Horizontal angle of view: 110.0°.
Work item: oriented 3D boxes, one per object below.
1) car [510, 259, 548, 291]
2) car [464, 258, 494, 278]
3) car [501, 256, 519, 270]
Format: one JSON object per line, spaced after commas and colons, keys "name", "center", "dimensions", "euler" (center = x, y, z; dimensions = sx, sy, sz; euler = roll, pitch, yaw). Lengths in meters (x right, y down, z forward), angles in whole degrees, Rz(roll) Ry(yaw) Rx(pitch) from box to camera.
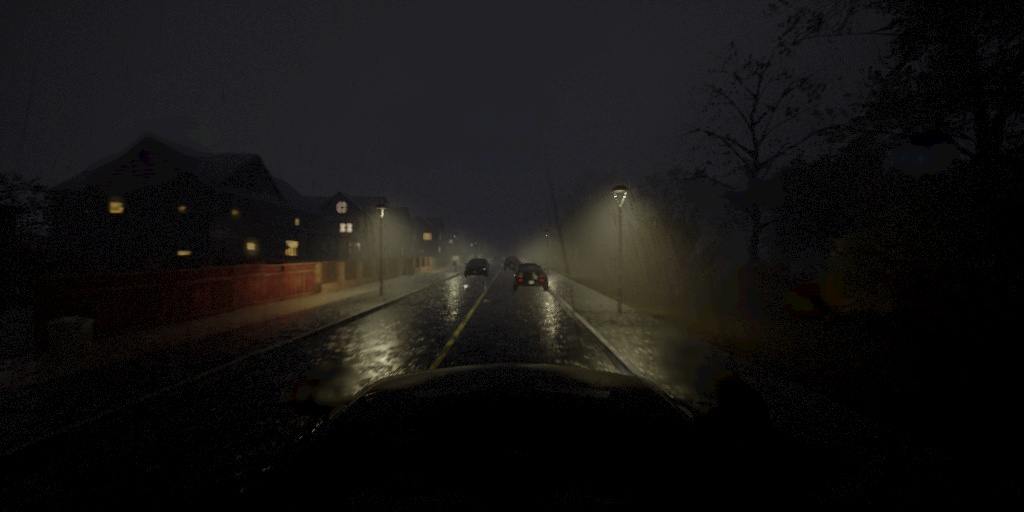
{"name": "car", "center": [0.962, 1.084, 19.931], "dimensions": [1.812, 1.442, 4.674], "euler": [0, 1, 0]}
{"name": "car", "center": [-2.835, 0.930, 29.866], "dimensions": [1.882, 1.535, 5.008], "euler": [0, 1, 0]}
{"name": "car", "center": [0.019, 0.806, 41.362], "dimensions": [1.882, 1.535, 5.008], "euler": [0, 0, 0]}
